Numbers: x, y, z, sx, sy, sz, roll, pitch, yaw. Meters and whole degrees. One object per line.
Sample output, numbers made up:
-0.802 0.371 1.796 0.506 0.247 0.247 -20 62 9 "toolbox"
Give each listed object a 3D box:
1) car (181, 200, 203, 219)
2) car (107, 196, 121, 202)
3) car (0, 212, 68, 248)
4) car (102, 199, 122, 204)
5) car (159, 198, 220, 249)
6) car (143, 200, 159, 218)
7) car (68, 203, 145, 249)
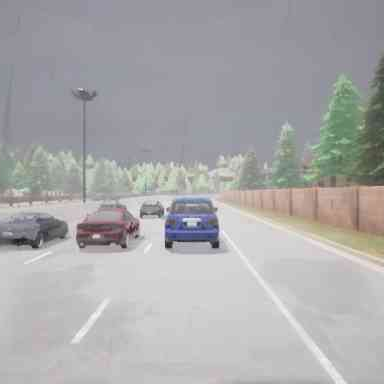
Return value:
0.000 1.530 29.650 1.812 1.442 4.674 0 0 0 "car"
-17.500 1.523 74.742 1.994 1.385 4.181 0 0 0 "car"
-7.000 1.569 14.650 1.994 1.385 4.181 0 0 0 "car"
-7.000 1.492 29.650 2.128 1.511 4.902 0 0 0 "car"
0.000 1.255 14.680 2.150 2.045 5.566 0 0 0 "car"
-3.500 1.492 29.650 2.128 1.511 4.902 0 0 0 "car"
-3.500 1.482 14.650 1.882 1.535 5.008 0 0 0 "car"
